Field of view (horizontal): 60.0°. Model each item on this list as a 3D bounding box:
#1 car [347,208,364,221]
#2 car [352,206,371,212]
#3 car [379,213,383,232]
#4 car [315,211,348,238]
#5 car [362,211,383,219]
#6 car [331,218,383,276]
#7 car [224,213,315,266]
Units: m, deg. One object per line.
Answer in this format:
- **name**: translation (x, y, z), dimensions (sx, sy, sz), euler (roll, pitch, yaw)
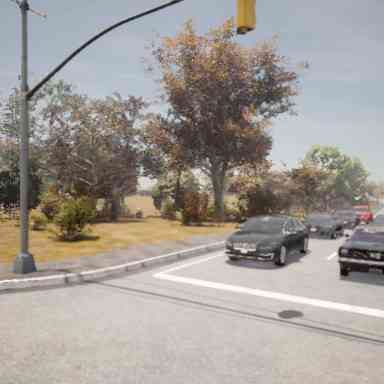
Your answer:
- **car**: translation (13.064, 2.349, 28.200), dimensions (1.837, 1.490, 4.892), euler (0, -3, 33)
- **car**: translation (18.819, 2.595, 37.181), dimensions (2.150, 2.045, 5.566), euler (0, -3, 33)
- **car**: translation (16.250, 2.432, 26.700), dimensions (1.994, 1.385, 4.181), euler (0, -3, 32)
- **car**: translation (7.662, 1.937, 19.681), dimensions (1.994, 1.385, 4.181), euler (0, -2, 34)
- **car**: translation (10.916, 1.945, 18.300), dimensions (2.033, 1.411, 5.357), euler (0, -2, 32)
- **car**: translation (5.741, 1.704, 10.149), dimensions (1.895, 1.301, 4.718), euler (0, -1, 32)
- **car**: translation (2.878, 1.610, 12.167), dimensions (1.837, 1.490, 4.892), euler (0, -1, 32)
